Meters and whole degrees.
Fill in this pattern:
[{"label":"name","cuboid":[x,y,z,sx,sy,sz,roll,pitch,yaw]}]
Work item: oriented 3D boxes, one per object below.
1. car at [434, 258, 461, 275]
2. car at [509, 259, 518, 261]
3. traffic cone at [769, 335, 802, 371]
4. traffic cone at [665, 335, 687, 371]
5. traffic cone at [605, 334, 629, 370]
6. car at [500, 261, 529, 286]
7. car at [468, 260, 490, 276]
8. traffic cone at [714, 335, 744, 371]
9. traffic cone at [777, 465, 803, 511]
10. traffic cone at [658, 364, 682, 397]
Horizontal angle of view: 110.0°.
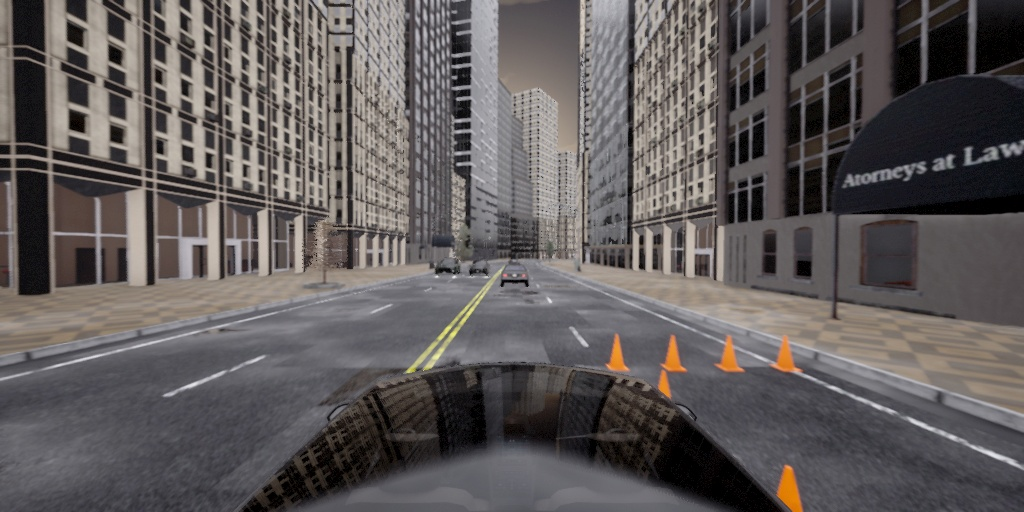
[{"label":"car","cuboid":[-6.468,1.000,36.554,2.097,1.767,4.553,0,0,0]},{"label":"car","cuboid":[0.285,1.156,53.039,1.812,1.442,4.674,0,0,0]},{"label":"traffic cone","cuboid":[4.874,1.710,6.399,0.340,0.580,0.340,0,0,0]},{"label":"traffic cone","cuboid":[2.874,1.704,6.406,0.340,0.580,0.340,0,0,0]},{"label":"traffic cone","cuboid":[1.874,1.700,6.411,0.340,0.580,0.340,0,0,0]},{"label":"car","cuboid":[0.176,1.245,24.423,2.033,1.411,5.357,0,0,0]},{"label":"car","cuboid":[-3.220,1.165,36.054,1.837,1.490,4.892,0,0,0]},{"label":"traffic cone","cuboid":[3.874,1.707,6.403,0.340,0.580,0.340,0,0,0]},{"label":"traffic cone","cuboid":[1.859,1.710,2.411,0.340,0.580,0.340,0,0,0]},{"label":"traffic cone","cuboid":[1.867,1.705,4.411,0.340,0.580,0.340,0,0,0]}]
